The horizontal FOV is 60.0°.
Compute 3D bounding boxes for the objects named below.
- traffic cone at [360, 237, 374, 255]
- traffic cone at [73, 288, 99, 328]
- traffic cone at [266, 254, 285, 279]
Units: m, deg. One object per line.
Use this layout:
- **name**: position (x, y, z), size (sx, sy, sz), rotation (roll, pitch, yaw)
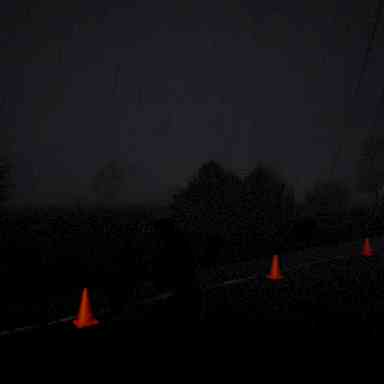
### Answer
- **traffic cone**: position (6.126, 1.887, 11.638), size (0.340, 0.580, 0.340), rotation (0, 0, -38)
- **traffic cone**: position (-1.820, 1.948, 5.707), size (0.340, 0.580, 0.340), rotation (-1, 0, -36)
- **traffic cone**: position (2.173, 1.915, 8.645), size (0.340, 0.580, 0.340), rotation (0, 0, -37)
